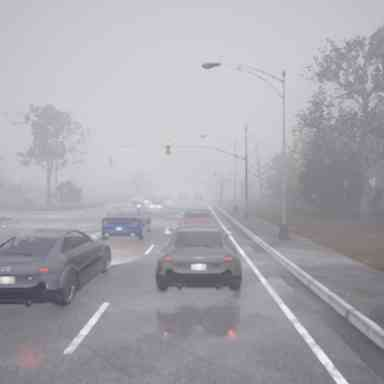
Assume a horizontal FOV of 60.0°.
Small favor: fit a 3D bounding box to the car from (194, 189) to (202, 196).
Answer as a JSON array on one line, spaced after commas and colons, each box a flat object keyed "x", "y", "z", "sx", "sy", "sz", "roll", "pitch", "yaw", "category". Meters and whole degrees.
[{"x": 1.569, "y": 0.209, "z": 85.444, "sx": 1.837, "sy": 1.490, "sz": 4.892, "roll": 0, "pitch": 3, "yaw": 1, "category": "car"}]

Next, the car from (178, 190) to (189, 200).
[{"x": -2.135, "y": 0.950, "z": 75.520, "sx": 1.994, "sy": 1.385, "sz": 4.181, "roll": 0, "pitch": 3, "yaw": 1, "category": "car"}]

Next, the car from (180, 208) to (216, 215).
[{"x": 0.296, "y": 1.542, "z": 17.476, "sx": 1.994, "sy": 1.385, "sz": 4.181, "roll": 0, "pitch": 0, "yaw": 1, "category": "car"}]

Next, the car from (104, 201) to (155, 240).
[{"x": -3.216, "y": 1.455, "z": 17.051, "sx": 1.882, "sy": 1.535, "sz": 5.008, "roll": 0, "pitch": 0, "yaw": -1, "category": "car"}]

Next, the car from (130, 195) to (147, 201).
[{"x": -9.550, "y": 1.451, "z": 57.958, "sx": 1.812, "sy": 1.442, "sz": 4.674, "roll": 0, "pitch": 0, "yaw": 2, "category": "car"}]

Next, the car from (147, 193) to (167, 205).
[{"x": -6.050, "y": 1.417, "z": 58.053, "sx": 2.128, "sy": 1.511, "sz": 4.902, "roll": 0, "pitch": 0, "yaw": 2, "category": "car"}]

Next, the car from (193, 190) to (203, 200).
[{"x": 1.363, "y": 0.755, "z": 75.407, "sx": 2.097, "sy": 1.767, "sz": 4.553, "roll": 0, "pitch": 3, "yaw": 1, "category": "car"}]

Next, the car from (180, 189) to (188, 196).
[{"x": -1.930, "y": 0.186, "z": 85.515, "sx": 1.882, "sy": 1.535, "sz": 5.008, "roll": 0, "pitch": 3, "yaw": 1, "category": "car"}]

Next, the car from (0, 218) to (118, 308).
[{"x": -3.330, "y": 1.553, "z": 7.992, "sx": 1.994, "sy": 1.385, "sz": 4.181, "roll": 0, "pitch": 0, "yaw": 1, "category": "car"}]

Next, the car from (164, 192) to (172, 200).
[{"x": -5.681, "y": 0.877, "z": 73.310, "sx": 2.097, "sy": 1.767, "sz": 4.553, "roll": 0, "pitch": 2, "yaw": 1, "category": "car"}]

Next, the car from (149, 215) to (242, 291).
[{"x": 0.177, "y": 1.552, "z": 9.044, "sx": 1.994, "sy": 1.385, "sz": 4.181, "roll": 0, "pitch": 0, "yaw": 1, "category": "car"}]
